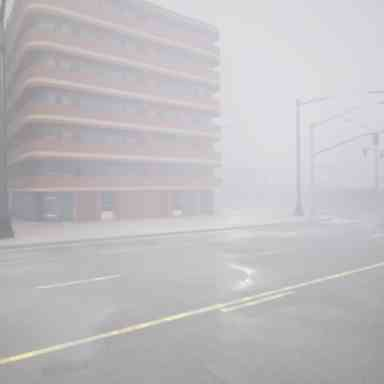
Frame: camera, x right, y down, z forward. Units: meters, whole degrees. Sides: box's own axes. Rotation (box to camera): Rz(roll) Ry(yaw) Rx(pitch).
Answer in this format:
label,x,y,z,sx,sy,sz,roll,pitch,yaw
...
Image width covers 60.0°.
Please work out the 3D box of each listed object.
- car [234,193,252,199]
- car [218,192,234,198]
label,x,y,z,sx,sy,sz,roll,pitch,yaw
car,13.014,0.975,82.088,3.806,1.475,1.970,-1,1,-35
car,9.040,0.827,86.307,4.611,1.667,2.242,-1,1,-35
